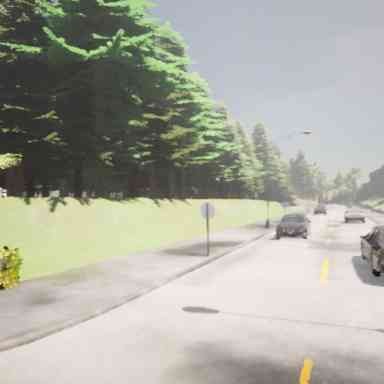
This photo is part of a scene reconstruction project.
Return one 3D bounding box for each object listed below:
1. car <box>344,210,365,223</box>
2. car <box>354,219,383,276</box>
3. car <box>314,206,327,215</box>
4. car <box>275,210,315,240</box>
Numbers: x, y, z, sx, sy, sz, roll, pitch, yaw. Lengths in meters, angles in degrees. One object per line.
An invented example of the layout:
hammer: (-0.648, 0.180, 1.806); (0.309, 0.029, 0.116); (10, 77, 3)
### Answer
car: (17.324, 2.539, 35.551); (1.895, 1.301, 4.718); (-2, -2, 23)
car: (6.763, 1.816, 10.993); (2.033, 1.411, 5.357); (-2, -2, 22)
car: (21.458, 3.056, 55.497); (1.882, 1.535, 5.008); (-2, -2, 24)
car: (6.554, 2.152, 21.282); (1.837, 1.490, 4.892); (-2, -2, 23)
